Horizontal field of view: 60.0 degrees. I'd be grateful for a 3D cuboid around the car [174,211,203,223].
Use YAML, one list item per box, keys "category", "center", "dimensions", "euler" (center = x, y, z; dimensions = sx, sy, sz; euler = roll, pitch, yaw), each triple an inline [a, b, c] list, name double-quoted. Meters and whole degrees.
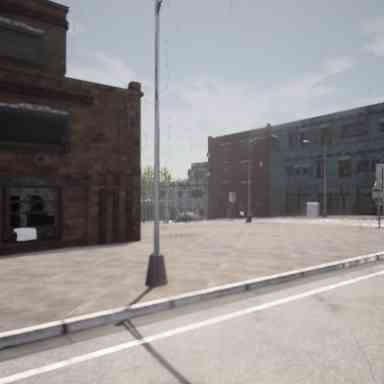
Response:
- category: "car"
  center: [-0.540, 3.182, 42.093]
  dimensions: [1.812, 1.442, 4.674]
  euler: [0, -5, -36]
